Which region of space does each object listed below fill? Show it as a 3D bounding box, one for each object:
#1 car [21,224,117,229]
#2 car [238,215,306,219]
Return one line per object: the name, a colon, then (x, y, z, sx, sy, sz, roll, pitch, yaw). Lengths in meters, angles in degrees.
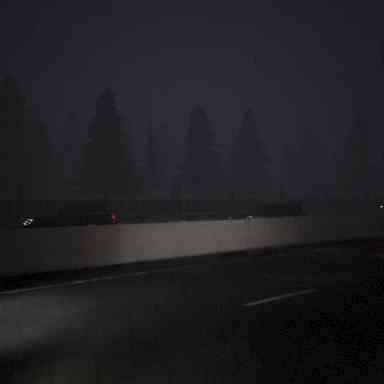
car: (-6.121, 1.333, 16.457, 4.553, 1.767, 2.097, 0, 0, -32)
car: (4.192, 1.366, 18.338, 4.553, 1.767, 2.097, 0, 0, -27)
